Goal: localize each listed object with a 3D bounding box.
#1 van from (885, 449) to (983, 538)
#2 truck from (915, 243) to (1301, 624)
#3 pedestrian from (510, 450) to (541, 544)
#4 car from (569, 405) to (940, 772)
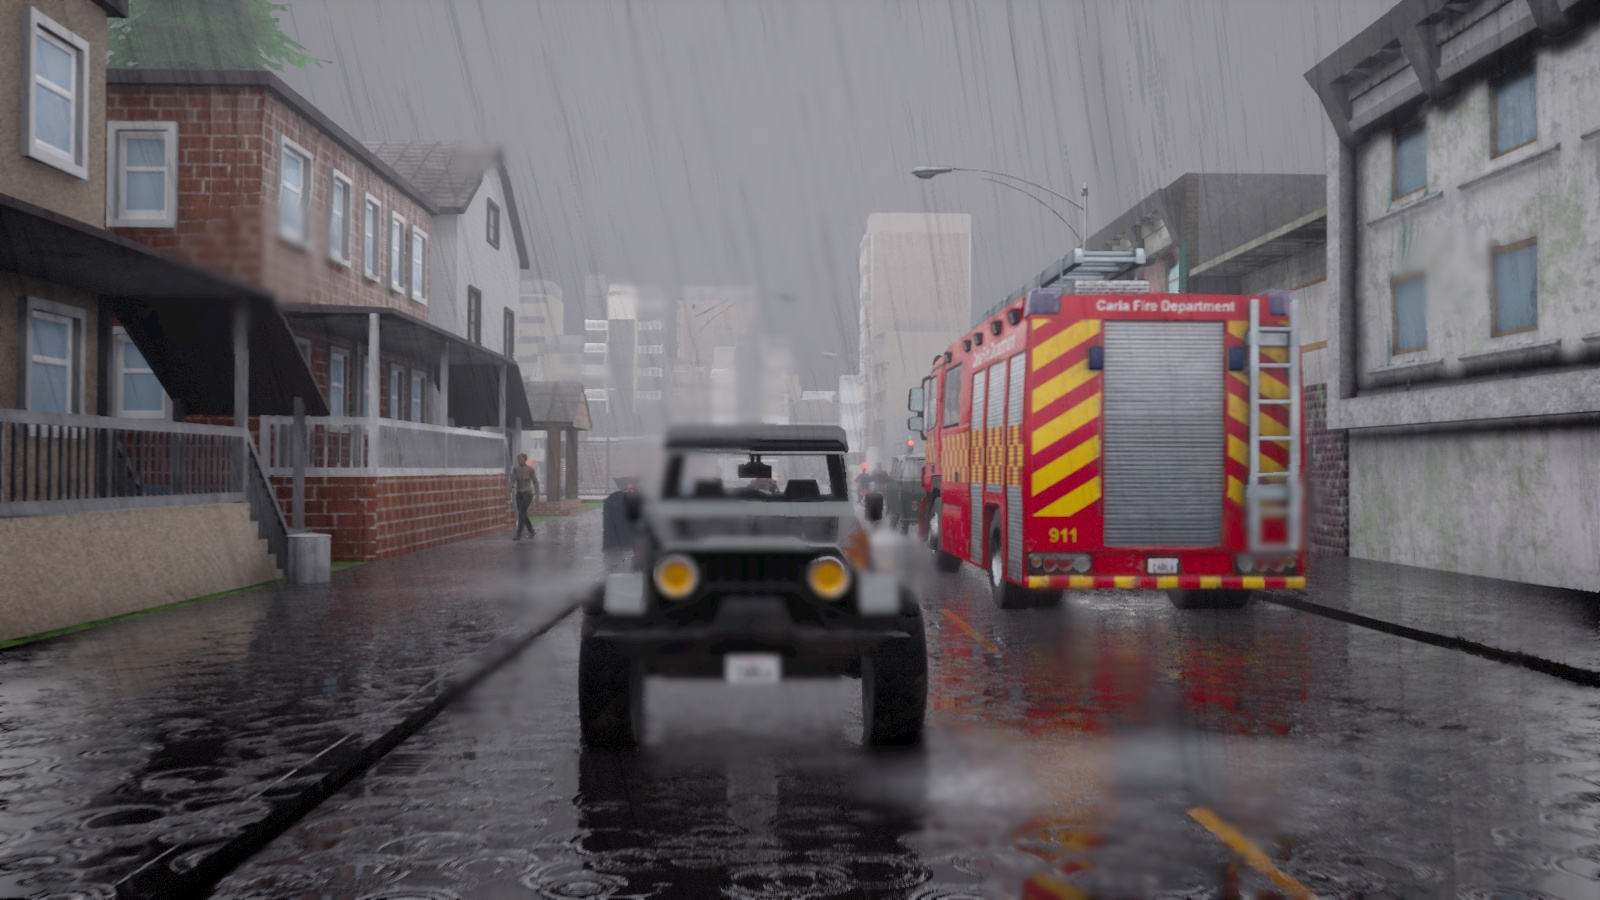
[{"bbox_3d":[3.149,1.013,30.389,1.775,1.987,4.442,0,-1,-1],"label":"van"},{"bbox_3d":[3.493,-0.110,16.888,2.891,3.827,8.468,0,-1,-1],"label":"truck"},{"bbox_3d":[-5.478,0.923,25.063,0.331,1.846,0.634,-1,-1,19],"label":"pedestrian"},{"bbox_3d":[-0.287,0.736,8.398,1.905,1.878,3.866,0,-1,-2],"label":"car"}]
